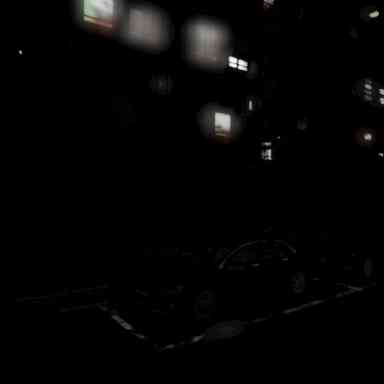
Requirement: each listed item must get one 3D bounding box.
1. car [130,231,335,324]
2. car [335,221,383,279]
[{"bbox_3d":[0.837,1.597,7.156,4.403,1.369,2.008,1,0,-36],"label":"car"},{"bbox_3d":[5.425,1.647,10.430,4.507,1.381,1.887,1,0,-36],"label":"car"}]
